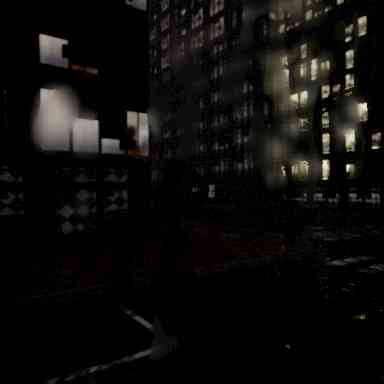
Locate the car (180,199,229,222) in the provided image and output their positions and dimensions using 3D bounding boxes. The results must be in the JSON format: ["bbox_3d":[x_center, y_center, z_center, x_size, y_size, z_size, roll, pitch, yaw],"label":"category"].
[{"bbox_3d":[0.959,1.463,25.167,2.008,1.369,4.403,-1,1,-35],"label":"car"}]

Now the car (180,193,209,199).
[{"bbox_3d":[0.168,0.977,40.972,2.192,1.841,5.009,-1,1,-35],"label":"car"}]

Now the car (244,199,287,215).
[{"bbox_3d":[6.941,1.293,31.131,1.752,1.417,4.829,-1,1,-35],"label":"car"}]

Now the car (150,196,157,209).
[{"bbox_3d":[-5.983,1.224,39.687,2.128,1.511,4.902,-1,1,-35],"label":"car"}]

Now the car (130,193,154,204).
[{"bbox_3d":[-8.177,1.023,53.811,1.837,1.490,4.892,-1,1,-35],"label":"car"}]
